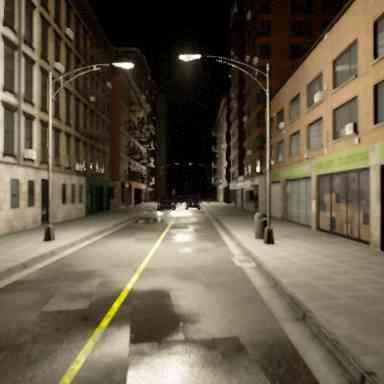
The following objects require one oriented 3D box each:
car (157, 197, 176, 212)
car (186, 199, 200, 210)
[{"bbox_3d":[-2.993,1.386,40.036,2.097,1.767,4.553,0,0,0],"label":"car"},{"bbox_3d":[0.107,1.587,44.084,2.033,1.411,5.357,0,0,0],"label":"car"}]
